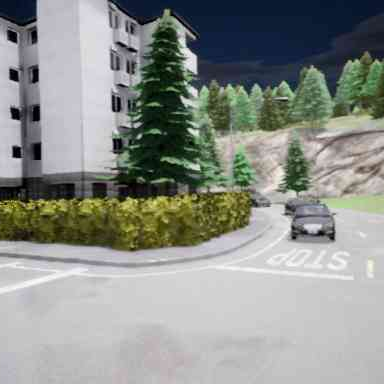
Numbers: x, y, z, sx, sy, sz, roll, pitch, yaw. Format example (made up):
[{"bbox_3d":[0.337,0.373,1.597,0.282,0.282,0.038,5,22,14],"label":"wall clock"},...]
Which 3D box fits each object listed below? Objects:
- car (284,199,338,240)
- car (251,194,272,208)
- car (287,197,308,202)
[{"bbox_3d":[5.763,1.311,15.870,2.128,1.511,4.902,-2,0,20],"label":"car"},{"bbox_3d":[8.120,1.021,41.652,2.097,1.767,4.553,-2,0,-14],"label":"car"},{"bbox_3d":[8.678,1.201,26.865,1.837,1.490,4.892,-2,0,6],"label":"car"}]
